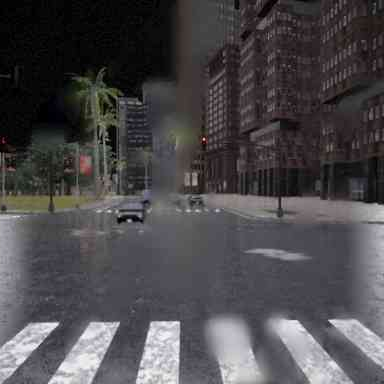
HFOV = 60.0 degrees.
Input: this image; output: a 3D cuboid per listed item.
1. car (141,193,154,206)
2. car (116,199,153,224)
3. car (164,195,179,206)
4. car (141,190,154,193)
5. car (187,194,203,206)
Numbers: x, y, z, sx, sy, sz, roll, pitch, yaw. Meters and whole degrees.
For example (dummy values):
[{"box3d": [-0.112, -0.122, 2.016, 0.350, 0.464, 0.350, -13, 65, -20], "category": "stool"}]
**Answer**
[{"box3d": [-6.148, 1.215, 45.789, 1.895, 1.301, 4.718, 0, 1, -7], "category": "car"}, {"box3d": [-4.155, 1.454, 23.955, 2.033, 1.411, 5.357, 0, 0, -3], "category": "car"}, {"box3d": [-2.823, 1.094, 46.947, 2.128, 1.511, 4.902, 0, 1, -7], "category": "car"}, {"box3d": [-8.557, 0.612, 63.278, 2.150, 2.045, 5.566, 0, 0, -9], "category": "car"}, {"box3d": [0.441, 1.110, 47.042, 1.837, 1.490, 4.892, 0, 1, -7], "category": "car"}]
